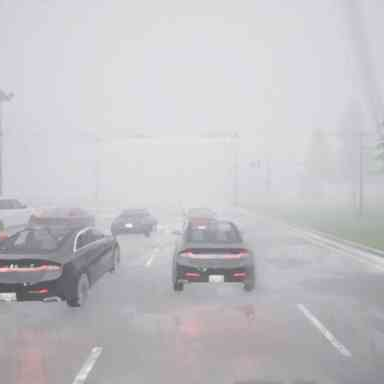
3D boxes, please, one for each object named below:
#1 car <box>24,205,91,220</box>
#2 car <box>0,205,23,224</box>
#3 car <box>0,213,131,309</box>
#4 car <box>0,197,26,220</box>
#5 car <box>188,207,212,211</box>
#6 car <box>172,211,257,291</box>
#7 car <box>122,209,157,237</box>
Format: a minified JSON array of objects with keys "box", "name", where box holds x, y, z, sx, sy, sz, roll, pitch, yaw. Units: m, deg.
[{"box":[-6.553,1.500,17.531,1.882,1.535,5.008,0,0,0],"name":"car"},{"box":[-6.534,1.363,8.358,2.097,1.767,4.553,0,0,0],"name":"car"},{"box":[-3.031,1.503,7.890,2.128,1.511,4.902,0,0,0],"name":"car"},{"box":[-10.049,1.243,17.028,2.150,2.045,5.566,0,0,0],"name":"car"},{"box":[0.436,1.548,18.089,1.812,1.442,4.674,0,0,0],"name":"car"},{"box":[0.480,1.503,9.009,2.128,1.511,4.902,0,0,0],"name":"car"},{"box":[-3.056,1.587,18.102,1.994,1.385,4.181,0,0,0],"name":"car"}]
